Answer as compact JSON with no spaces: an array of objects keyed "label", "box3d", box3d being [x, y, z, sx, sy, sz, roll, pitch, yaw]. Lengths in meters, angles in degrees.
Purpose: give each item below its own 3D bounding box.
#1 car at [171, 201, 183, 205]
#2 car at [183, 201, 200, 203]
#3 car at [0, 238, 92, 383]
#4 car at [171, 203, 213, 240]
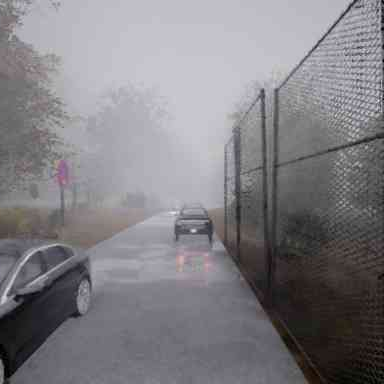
[{"label":"car","box3d":[-1.869,1.969,47.390,2.128,1.511,4.902,0,-1,5]},{"label":"car","box3d":[0.394,1.848,36.910,2.033,1.411,5.357,0,-1,2]},{"label":"car","box3d":[-2.854,1.494,4.642,2.128,1.511,4.902,0,0,0]},{"label":"car","box3d":[0.075,1.556,17.494,2.128,1.511,4.902,0,0,0]}]
